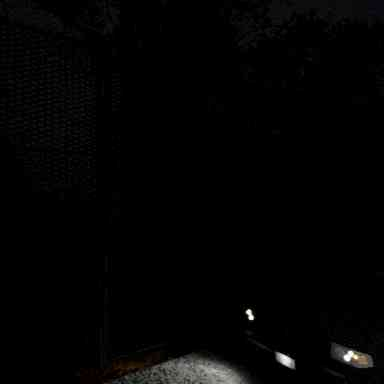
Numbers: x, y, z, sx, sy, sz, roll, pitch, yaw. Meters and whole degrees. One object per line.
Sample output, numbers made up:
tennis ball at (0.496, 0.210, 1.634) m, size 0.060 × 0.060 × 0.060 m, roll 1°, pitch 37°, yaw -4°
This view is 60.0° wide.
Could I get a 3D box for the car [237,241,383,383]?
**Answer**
car at (3.244, 1.560, 5.373) m, size 5.357 × 1.411 × 2.033 m, roll 0°, pitch 0°, yaw -35°
